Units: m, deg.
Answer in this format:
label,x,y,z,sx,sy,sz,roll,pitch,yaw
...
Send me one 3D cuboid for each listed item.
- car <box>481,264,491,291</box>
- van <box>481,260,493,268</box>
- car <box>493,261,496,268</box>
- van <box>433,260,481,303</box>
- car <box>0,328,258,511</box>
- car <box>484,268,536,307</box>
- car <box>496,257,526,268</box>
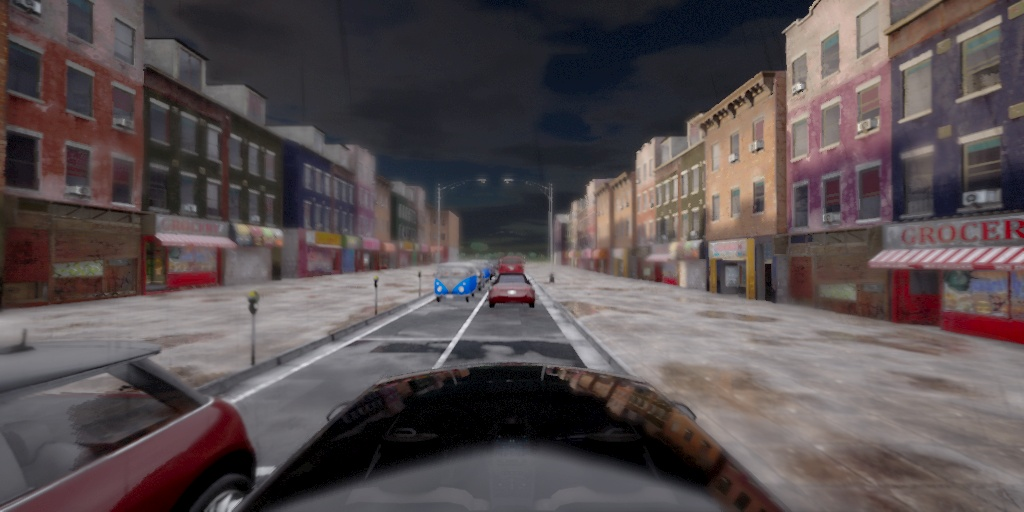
label,x,y,z,sx,sy,sz,roll,pitch,yaw
car,-2.644,1.425,22.806,2.007,1.370,4.403,0,0,0
van,-2.645,1.217,28.353,1.690,1.789,3.998,0,0,0
car,-2.647,1.431,33.900,1.948,1.339,4.313,0,0,0
van,-2.642,1.201,17.259,1.690,1.789,3.998,0,0,0
car,-2.638,1.179,0.616,1.967,1.591,4.097,0,0,0
car,-0.001,1.420,16.203,1.994,1.385,4.181,0,0,0
car,-0.008,1.089,30.861,2.150,2.045,5.566,0,0,0
